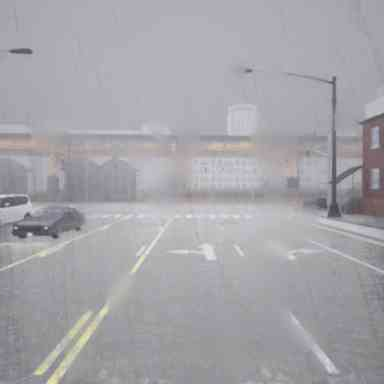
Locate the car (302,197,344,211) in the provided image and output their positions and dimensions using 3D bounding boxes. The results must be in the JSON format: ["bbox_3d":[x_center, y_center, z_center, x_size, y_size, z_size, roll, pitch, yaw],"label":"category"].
[{"bbox_3d":[14.686,1.331,36.550,4.892,1.490,1.837,0,-1,-2],"label":"car"}]

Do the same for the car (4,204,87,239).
[{"bbox_3d":[-7.081,1.465,17.213,2.033,1.411,5.357,0,0,1],"label":"car"}]

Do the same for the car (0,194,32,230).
[{"bbox_3d":[-10.587,1.136,17.880,2.150,2.045,5.566,0,0,-1],"label":"car"}]
